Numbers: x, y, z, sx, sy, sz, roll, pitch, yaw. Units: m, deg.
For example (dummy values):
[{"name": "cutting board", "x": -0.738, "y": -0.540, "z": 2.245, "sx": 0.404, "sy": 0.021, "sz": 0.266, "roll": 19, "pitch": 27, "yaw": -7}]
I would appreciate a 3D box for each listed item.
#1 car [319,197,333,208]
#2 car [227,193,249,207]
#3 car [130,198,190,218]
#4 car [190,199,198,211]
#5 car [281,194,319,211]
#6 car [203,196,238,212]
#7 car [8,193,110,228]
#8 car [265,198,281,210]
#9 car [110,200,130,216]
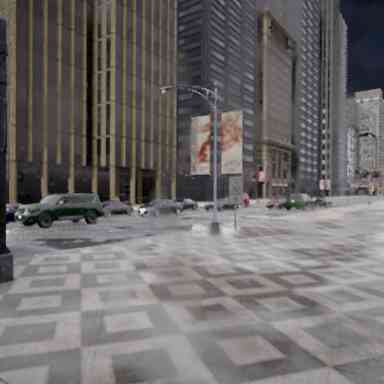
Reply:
[{"name": "car", "x": 19.264, "y": 1.504, "z": 48.839, "sx": 1.837, "sy": 1.490, "sz": 4.892, "roll": 1, "pitch": 0, "yaw": 36}, {"name": "car", "x": 6.164, "y": 1.121, "z": 47.360, "sx": 2.150, "sy": 2.045, "sz": 5.566, "roll": 1, "pitch": 1, "yaw": 36}, {"name": "car", "x": -2.706, "y": 1.394, "z": 29.504, "sx": 2.128, "sy": 1.511, "sz": 4.902, "roll": 1, "pitch": 0, "yaw": 36}, {"name": "car", "x": -1.129, "y": 1.413, "z": 37.274, "sx": 1.812, "sy": 1.442, "sz": 4.674, "roll": 1, "pitch": 0, "yaw": 36}, {"name": "car", "x": 13.087, "y": 1.204, "z": 40.146, "sx": 2.150, "sy": 2.045, "sz": 5.566, "roll": 1, "pitch": 0, "yaw": 36}, {"name": "car", "x": 3.413, "y": 1.466, "z": 38.024, "sx": 2.033, "sy": 1.411, "sz": 5.357, "roll": 1, "pitch": 0, "yaw": 35}, {"name": "car", "x": -8.388, "y": 1.112, "z": 21.573, "sx": 2.150, "sy": 2.045, "sz": 5.566, "roll": 1, "pitch": 0, "yaw": 36}, {"name": "car", "x": 11.376, "y": 1.507, "z": 43.317, "sx": 2.033, "sy": 1.411, "sz": 5.357, "roll": 1, "pitch": 0, "yaw": 36}, {"name": "car", "x": -7.057, "y": 1.437, "z": 29.015, "sx": 1.994, "sy": 1.385, "sz": 4.181, "roll": 1, "pitch": 0, "yaw": 35}]
